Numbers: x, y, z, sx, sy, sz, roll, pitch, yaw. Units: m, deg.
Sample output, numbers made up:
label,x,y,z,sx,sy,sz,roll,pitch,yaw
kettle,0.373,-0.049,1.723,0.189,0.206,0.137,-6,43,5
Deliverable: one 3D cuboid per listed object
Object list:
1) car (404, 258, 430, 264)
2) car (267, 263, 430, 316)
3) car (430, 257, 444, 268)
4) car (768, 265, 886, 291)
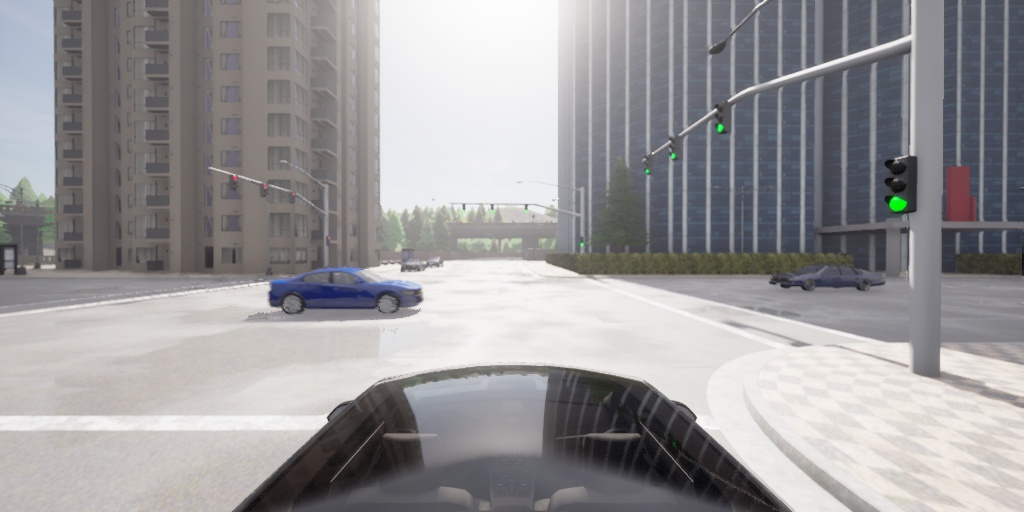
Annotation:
label,x,y,z,sx,sy,sz,roll,pitch,yaw
car,-10.951,1.043,39.973,1.994,1.385,4.181,0,0,0
car,-5.637,1.150,12.444,5.008,1.535,1.882,0,0,-1
car,-11.042,0.893,51.325,2.128,1.511,4.902,0,0,0
car,17.481,1.184,19.979,5.357,1.411,2.033,0,0,-1
